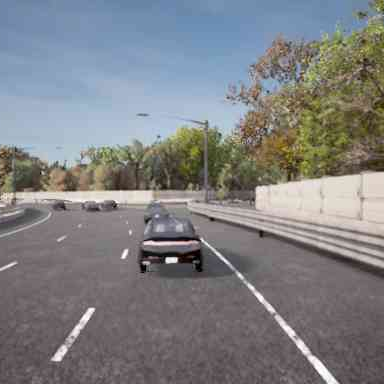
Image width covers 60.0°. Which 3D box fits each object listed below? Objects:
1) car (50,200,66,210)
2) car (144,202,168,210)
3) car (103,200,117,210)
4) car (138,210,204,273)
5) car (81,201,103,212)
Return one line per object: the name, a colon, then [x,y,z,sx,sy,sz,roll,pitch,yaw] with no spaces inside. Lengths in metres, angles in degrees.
car: [-20.856,2.013,51.630,1.837,1.490,4.892,0,-1,-30]
car: [-2.903,1.801,26.888,1.994,1.385,4.181,0,-1,-9]
car: [-13.030,1.988,51.939,1.837,1.490,4.892,0,-1,-27]
car: [-0.723,1.589,11.102,2.128,1.511,4.902,0,0,-5]
car: [-14.493,1.996,47.200,2.033,1.411,5.357,0,-1,-26]
